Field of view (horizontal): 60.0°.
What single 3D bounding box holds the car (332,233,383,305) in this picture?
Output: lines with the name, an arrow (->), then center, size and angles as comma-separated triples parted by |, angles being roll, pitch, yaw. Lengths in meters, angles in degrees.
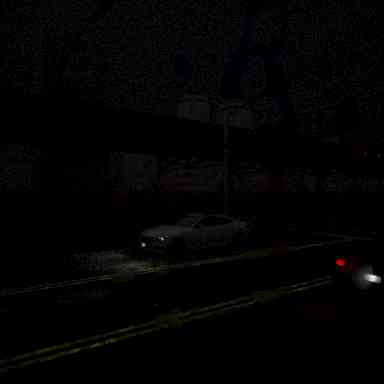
car -> 4.967, 1.564, 7.317 | 4.181, 1.385, 1.994 | 0, 0, -35

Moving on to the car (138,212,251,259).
car -> 0.234, 1.526, 12.761 | 4.674, 1.442, 1.812 | 0, 0, -36
